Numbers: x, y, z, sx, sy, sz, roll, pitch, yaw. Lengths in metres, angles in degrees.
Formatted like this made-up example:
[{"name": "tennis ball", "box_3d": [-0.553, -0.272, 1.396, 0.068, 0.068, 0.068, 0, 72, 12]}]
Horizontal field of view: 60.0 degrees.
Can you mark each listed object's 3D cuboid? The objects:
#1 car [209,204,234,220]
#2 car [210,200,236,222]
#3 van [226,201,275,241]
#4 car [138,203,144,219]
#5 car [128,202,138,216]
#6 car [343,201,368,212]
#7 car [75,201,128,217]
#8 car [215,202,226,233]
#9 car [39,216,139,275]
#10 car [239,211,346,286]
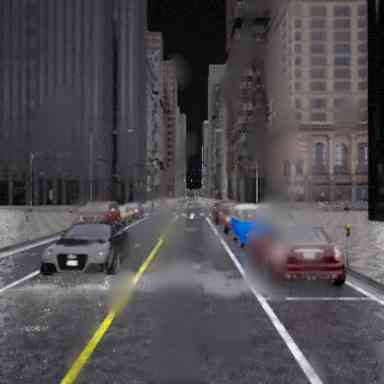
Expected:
[{"name": "car", "box_3d": [2.740, 1.866, 32.156, 2.008, 1.369, 4.403, 0, -1, 0]}, {"name": "car", "box_3d": [2.742, 1.576, 26.557, 2.192, 1.841, 5.009, 0, -1, 0]}, {"name": "van", "box_3d": [2.749, 1.492, 15.354, 1.690, 1.788, 3.998, 0, -1, 0]}, {"name": "car", "box_3d": [-5.786, 1.755, 32.151, 1.967, 1.590, 4.097, 0, -1, 0]}, {"name": "car", "box_3d": [-5.782, 1.784, 26.378, 1.752, 1.417, 4.829, 0, -1, 0]}, {"name": "car", "box_3d": [22.445, 1.915, 44.395, 4.181, 1.385, 1.994, 0, 0, 0]}, {"name": "car", "box_3d": [-5.780, 1.520, 20.949, 2.192, 1.841, 5.009, 0, -1, 0]}, {"name": "car", "box_3d": [2.746, 1.646, 20.954, 1.967, 1.590, 4.097, 0, -1, 0]}, {"name": "car", "box_3d": [-3.107, 1.668, 10.621, 1.994, 1.385, 4.181, 0, -1, 0]}, {"name": "car", "box_3d": [2.753, 1.537, 9.751, 1.967, 1.590, 4.097, 0, -1, 0]}]
